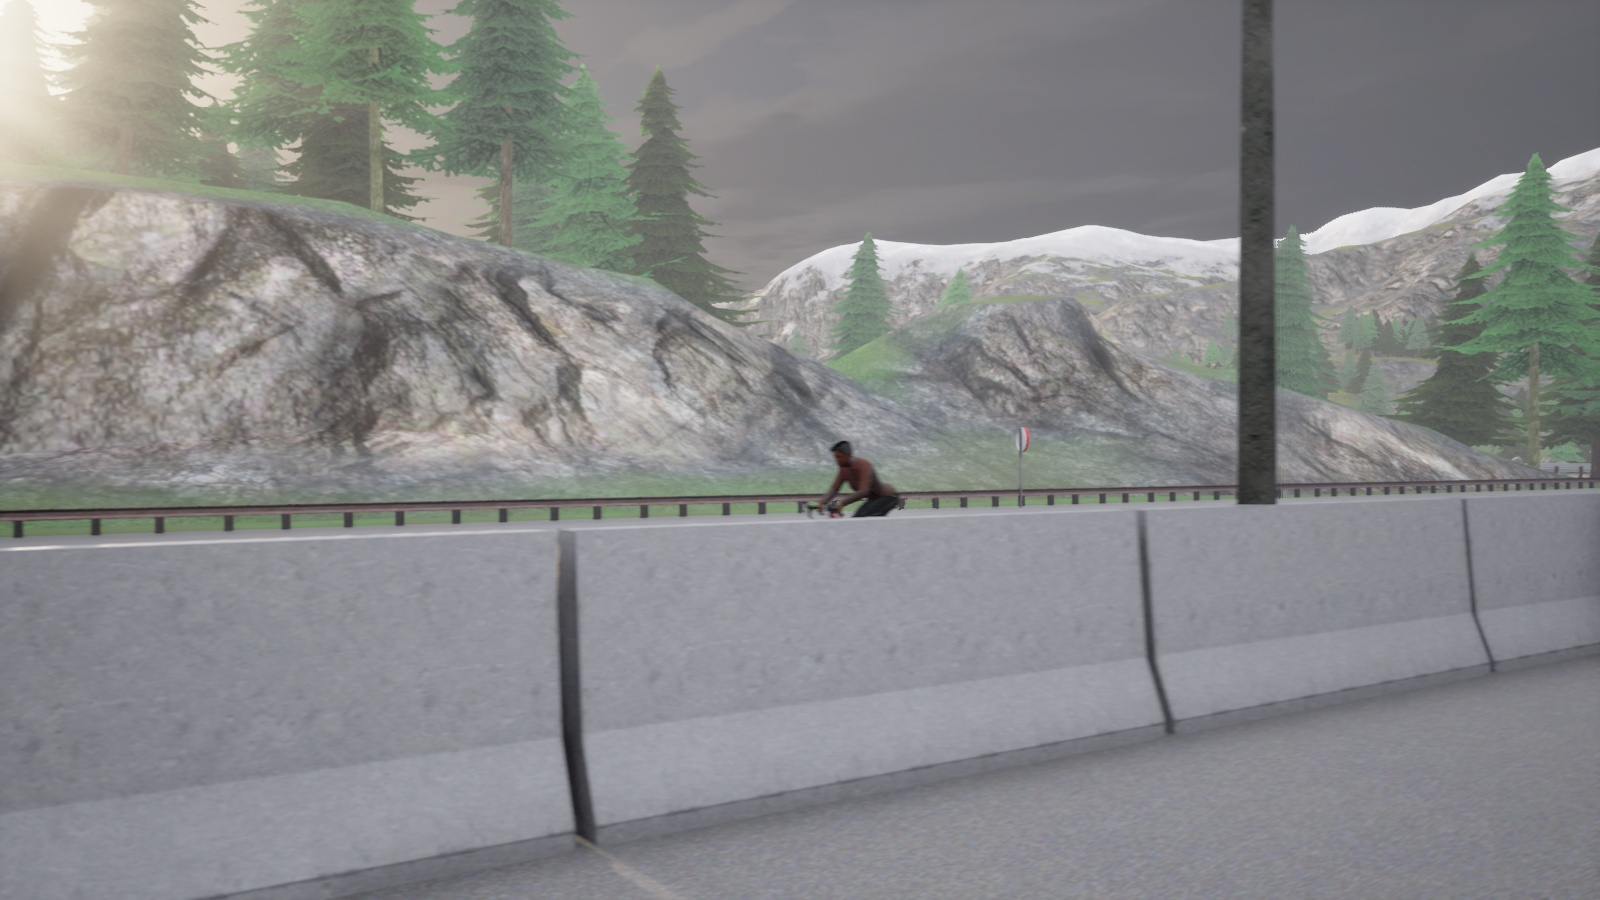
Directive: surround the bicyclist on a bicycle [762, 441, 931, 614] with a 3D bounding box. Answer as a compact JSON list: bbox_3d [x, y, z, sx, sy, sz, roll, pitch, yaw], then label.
[{"bbox_3d":[0.478,0.727,12.521,1.656,1.620,0.582,0,0,-35],"label":"bicyclist on a bicycle"}]
